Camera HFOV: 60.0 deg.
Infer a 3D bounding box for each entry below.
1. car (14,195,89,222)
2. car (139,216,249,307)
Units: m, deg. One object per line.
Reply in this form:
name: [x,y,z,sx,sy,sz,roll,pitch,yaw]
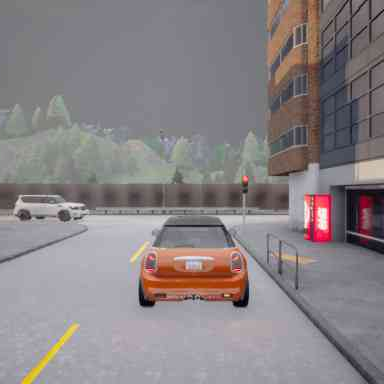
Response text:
car: [-10.861,1.223,25.699,5.566,2.045,2.150,0,0,11]
car: [0.045,1.352,8.155,2.097,1.767,4.553,0,0,0]
